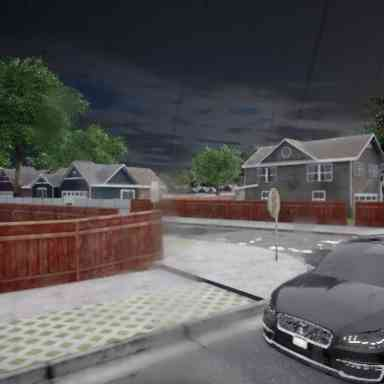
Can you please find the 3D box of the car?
[{"bbox_3d":[3.217,1.513,5.355,4.892,1.490,1.837,0,0,-37],"label":"car"}]
